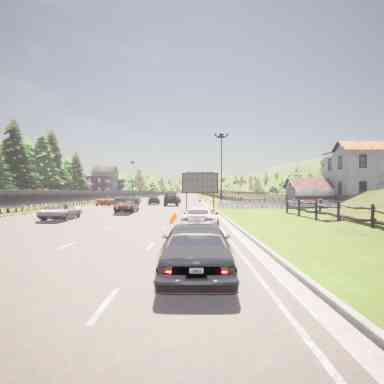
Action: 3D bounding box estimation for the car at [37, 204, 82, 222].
[{"bbox_3d":[-10.357,1.601,26.444,1.895,1.301,4.718,0,0,0],"label":"car"}]

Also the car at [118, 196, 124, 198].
[{"bbox_3d":[-13.795,1.526,63.764,1.812,1.442,4.674,0,0,0],"label":"car"}]

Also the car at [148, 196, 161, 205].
[{"bbox_3d":[-6.801,1.502,60.284,1.837,1.490,4.892,0,-1,0],"label":"car"}]

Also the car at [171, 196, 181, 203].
[{"bbox_3d":[-3.287,1.564,68.600,1.994,1.385,4.181,0,0,0],"label":"car"}]

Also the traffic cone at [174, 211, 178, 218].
[{"bbox_3d":[-1.446,1.955,25.203,0.340,0.580,0.340,0,0,0],"label":"traffic cone"}]

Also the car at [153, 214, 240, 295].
[{"bbox_3d":[0.112,1.547,8.846,2.033,1.411,5.357,0,0,1],"label":"car"}]

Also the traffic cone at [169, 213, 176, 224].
[{"bbox_3d":[-1.449,1.955,23.203,0.340,0.580,0.340,0,0,0],"label":"traffic cone"}]

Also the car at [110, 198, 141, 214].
[{"bbox_3d":[-6.842,1.600,35.120,1.895,1.301,4.718,0,0,0],"label":"car"}]

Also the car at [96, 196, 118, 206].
[{"bbox_3d":[-13.814,1.352,53.162,2.097,1.767,4.553,0,0,0],"label":"car"}]

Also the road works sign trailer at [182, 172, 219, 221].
[{"bbox_3d":[0.525,0.464,22.085,2.380,3.560,2.880,0,0,-3],"label":"road works sign trailer"}]

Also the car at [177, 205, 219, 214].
[{"bbox_3d":[0.469,1.541,18.472,1.812,1.442,4.674,-1,-1,7],"label":"car"}]

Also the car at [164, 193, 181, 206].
[{"bbox_3d":[-3.312,1.221,53.385,2.150,2.045,5.566,0,0,0],"label":"car"}]
